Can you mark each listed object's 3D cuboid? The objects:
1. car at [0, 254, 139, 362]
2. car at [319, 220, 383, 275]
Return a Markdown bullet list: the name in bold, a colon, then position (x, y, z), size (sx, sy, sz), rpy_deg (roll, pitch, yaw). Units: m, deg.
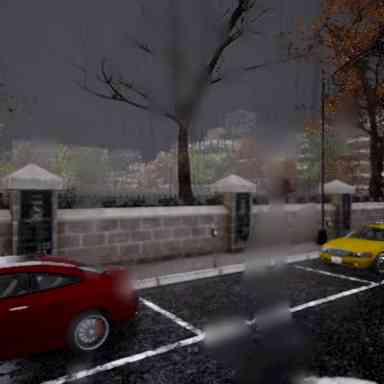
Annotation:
- **car**: position (-2.784, 1.585, 4.577), size (4.206, 1.307, 1.802), rpy_deg (1, -1, -35)
- **car**: position (6.094, 1.641, 10.901), size (4.829, 1.417, 1.752), rpy_deg (1, -1, -35)
